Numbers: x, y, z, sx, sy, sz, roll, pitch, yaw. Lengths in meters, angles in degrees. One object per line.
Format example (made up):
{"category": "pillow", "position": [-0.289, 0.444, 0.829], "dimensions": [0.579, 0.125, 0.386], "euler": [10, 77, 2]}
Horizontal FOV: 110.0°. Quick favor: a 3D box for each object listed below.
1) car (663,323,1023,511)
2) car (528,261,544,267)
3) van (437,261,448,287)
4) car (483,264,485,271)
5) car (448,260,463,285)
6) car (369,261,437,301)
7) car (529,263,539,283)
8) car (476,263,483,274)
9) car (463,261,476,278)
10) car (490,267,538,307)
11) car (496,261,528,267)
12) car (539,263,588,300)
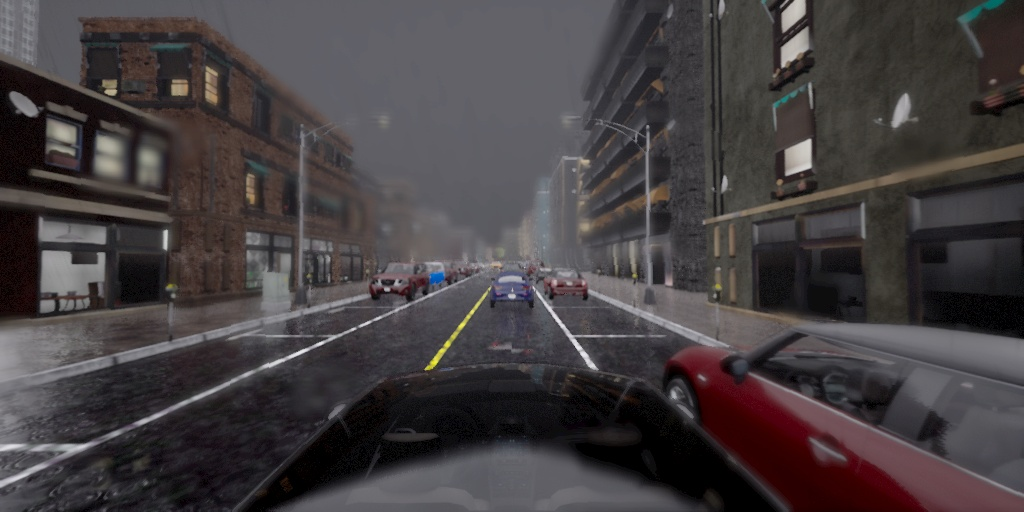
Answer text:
{"category": "car", "position": [2.692, 1.198, 2.568], "dimensions": [1.967, 1.591, 4.097], "euler": [0, 0, 0]}
{"category": "car", "position": [2.693, 1.428, 40.417], "dimensions": [2.192, 1.841, 5.009], "euler": [0, 0, 0]}
{"category": "van", "position": [-5.689, 1.303, 24.203], "dimensions": [1.690, 1.789, 3.998], "euler": [0, 0, 0]}
{"category": "car", "position": [-5.688, 1.865, 62.052], "dimensions": [2.007, 1.370, 4.403], "euler": [0, 0, 0]}
{"category": "car", "position": [-5.688, 1.327, 29.610], "dimensions": [2.192, 1.841, 5.009], "euler": [0, 0, 0]}
{"category": "car", "position": [-5.689, 1.226, 18.796], "dimensions": [2.192, 1.841, 5.009], "euler": [0, 0, 0]}
{"category": "car", "position": [2.693, 1.563, 29.603], "dimensions": [2.007, 1.370, 4.403], "euler": [0, 0, 0]}
{"category": "car", "position": [-5.688, 1.654, 51.239], "dimensions": [1.967, 1.591, 4.097], "euler": [0, 0, 0]}
{"category": "car", "position": [-5.688, 1.428, 40.424], "dimensions": [2.192, 1.841, 5.009], "euler": [0, 0, 0]}
{"category": "car", "position": [0.005, 1.413, 16.240], "dimensions": [1.812, 1.442, 4.674], "euler": [0, 0, 0]}
{"category": "car", "position": [0.002, 1.375, 30.939], "dimensions": [2.097, 1.767, 4.553], "euler": [0, -1, 0]}
{"category": "car", "position": [2.692, 1.351, 18.789], "dimensions": [1.967, 1.591, 4.097], "euler": [0, 0, 0]}
